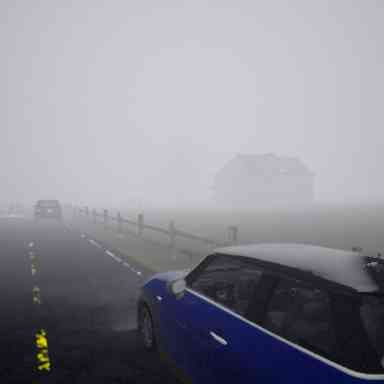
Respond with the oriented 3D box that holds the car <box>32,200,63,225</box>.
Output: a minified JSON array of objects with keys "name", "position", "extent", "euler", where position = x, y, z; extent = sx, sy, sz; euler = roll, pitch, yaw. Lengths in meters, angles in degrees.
[{"name":"car","position":[-12.461,1.676,28.642],"extent":[2.150,2.045,5.566],"euler":[0,-1,-26]}]

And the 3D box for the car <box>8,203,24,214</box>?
[{"name":"car","position":[-24.622,2.271,46.650],"extent":[2.128,1.511,4.902],"euler":[0,-1,-27]}]

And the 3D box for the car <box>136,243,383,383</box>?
[{"name":"car","position":[0.882,1.397,3.953],"extent":[2.097,1.767,4.553],"euler":[0,-1,-27]}]

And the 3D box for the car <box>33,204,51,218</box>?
[{"name":"car","position":[-17.834,2.160,39.351],"extent":[1.812,1.442,4.674],"euler":[0,-1,-26]}]
